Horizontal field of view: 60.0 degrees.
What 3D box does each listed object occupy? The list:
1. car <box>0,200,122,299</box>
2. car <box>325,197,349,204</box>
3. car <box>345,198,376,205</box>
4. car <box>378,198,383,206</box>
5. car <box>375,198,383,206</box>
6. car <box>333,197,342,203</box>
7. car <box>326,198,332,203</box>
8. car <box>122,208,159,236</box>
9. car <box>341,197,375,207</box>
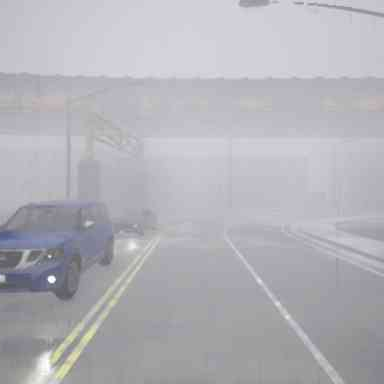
[{"bbox_3d":[-3.624,1.276,8.975,2.150,2.045,5.566,0,0,0],"label":"car"},{"bbox_3d":[33.751,1.883,77.486,2.038,1.542,4.974,0,0,-34],"label":"car"},{"bbox_3d":[29.271,1.615,57.929,1.853,1.218,4.536,0,0,-29],"label":"car"},{"bbox_3d":[32.363,1.601,55.764,1.853,1.218,4.536,0,0,31],"label":"car"},{"bbox_3d":[32.336,1.758,55.719,2.038,1.542,4.974,0,0,31],"label":"car"},{"bbox_3d":[33.780,1.725,77.444,1.853,1.218,4.536,0,0,-34],"label":"car"},{"bbox_3d":[29.704,1.723,76.710,4.536,1.218,1.853,0,0,-39],"label":"car"},{"bbox_3d":[-3.300,1.663,19.654,2.033,1.411,5.357,0,0,6],"label":"car"},{"bbox_3d":[29.297,1.772,57.883,2.038,1.542,4.974,0,0,-29],"label":"car"}]
